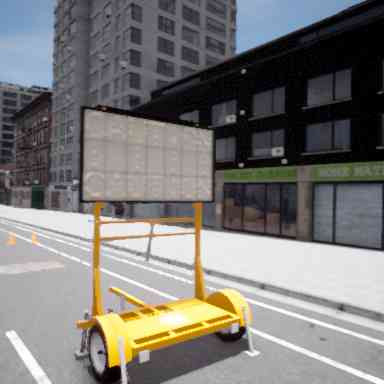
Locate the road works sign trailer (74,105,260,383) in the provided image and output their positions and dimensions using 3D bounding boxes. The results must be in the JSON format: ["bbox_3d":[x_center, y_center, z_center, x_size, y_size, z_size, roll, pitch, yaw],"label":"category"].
[{"bbox_3d":[-0.720,0.570,5.382,2.380,3.560,2.880,2,-1,-37],"label":"road works sign trailer"}]

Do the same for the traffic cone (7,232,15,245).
[{"bbox_3d":[-8.545,2.176,15.737,0.340,0.580,0.340,2,-1,-40],"label":"traffic cone"}]
